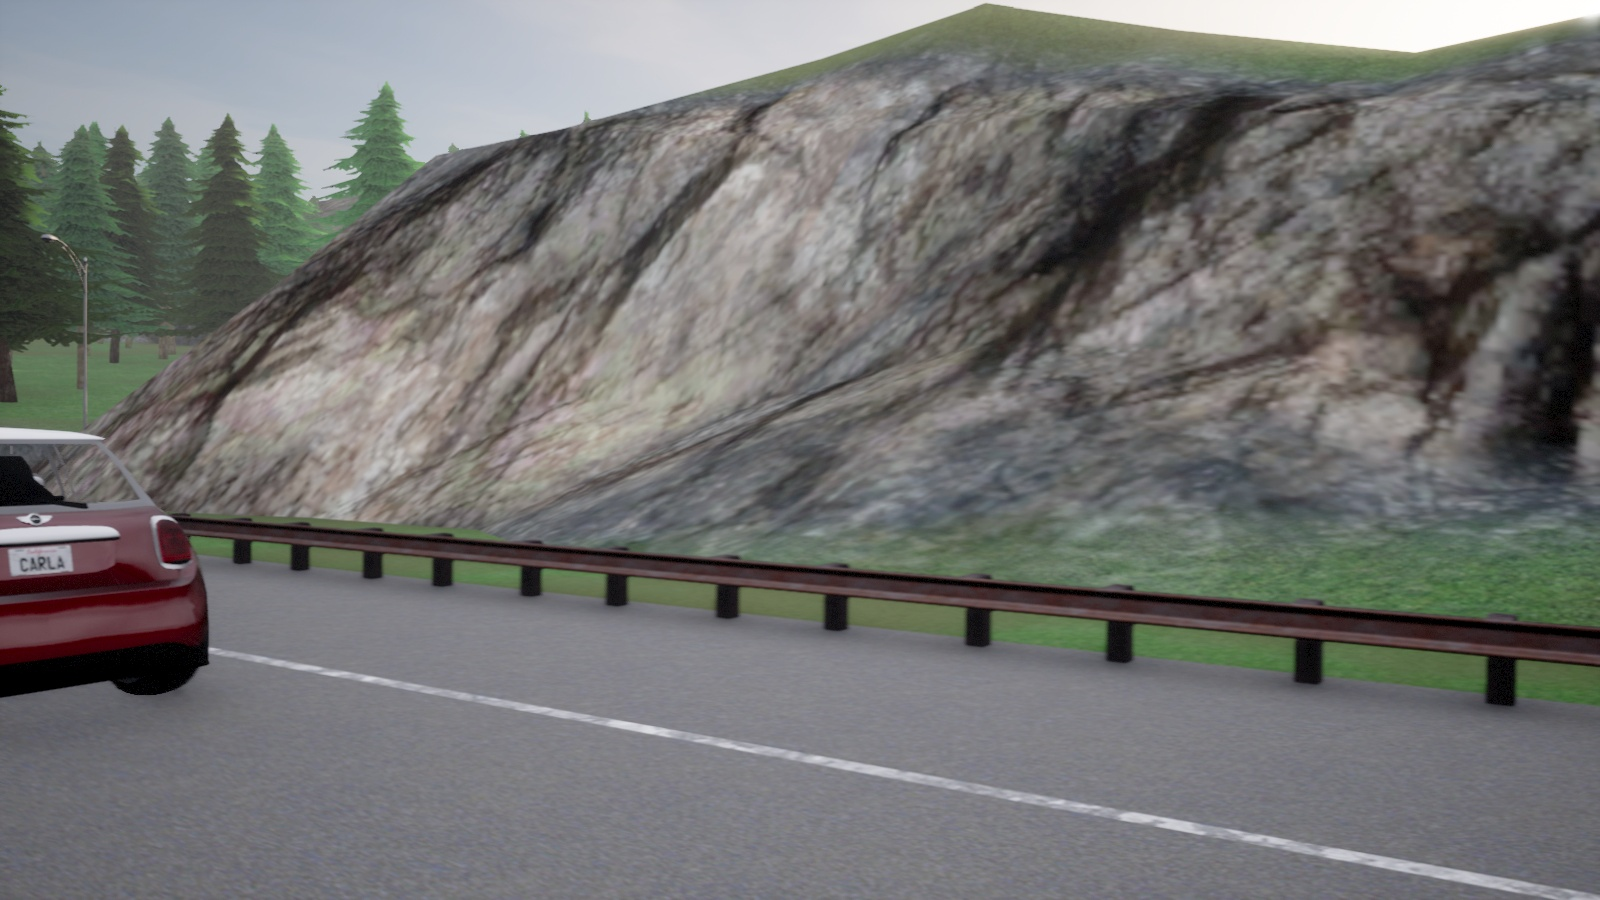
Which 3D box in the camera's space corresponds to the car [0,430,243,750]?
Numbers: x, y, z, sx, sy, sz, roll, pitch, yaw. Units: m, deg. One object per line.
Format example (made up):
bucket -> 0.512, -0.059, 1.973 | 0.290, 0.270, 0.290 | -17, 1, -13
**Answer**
car -> -5.165, 0.647, 7.055 | 3.806, 1.475, 1.970 | 0, 1, 34
